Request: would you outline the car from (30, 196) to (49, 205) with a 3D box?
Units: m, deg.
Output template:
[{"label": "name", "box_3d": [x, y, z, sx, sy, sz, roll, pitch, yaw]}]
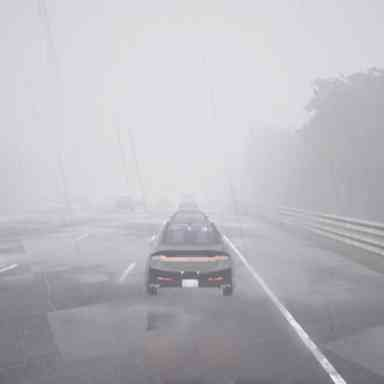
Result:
[{"label": "car", "box_3d": [-25.641, 1.386, 56.425, 1.895, 1.301, 4.718, 0, 2, -1]}]

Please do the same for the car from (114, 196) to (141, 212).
[{"label": "car", "box_3d": [-7.436, 1.274, 38.100, 2.097, 1.767, 4.553, 0, 0, -1]}]

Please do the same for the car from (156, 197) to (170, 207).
[{"label": "car", "box_3d": [-4.234, 1.476, 49.022, 2.033, 1.411, 5.357, 0, 0, -2]}]

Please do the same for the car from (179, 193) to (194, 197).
[{"label": "car", "box_3d": [-0.697, 1.163, 47.951, 2.150, 2.045, 5.566, 0, 0, -2]}]

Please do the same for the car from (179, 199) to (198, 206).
[{"label": "car", "box_3d": [-0.268, 1.499, 26.054, 2.033, 1.411, 5.357, 0, 0, -1]}]

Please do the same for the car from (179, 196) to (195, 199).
[{"label": "car", "box_3d": [-0.424, 1.510, 37.810, 1.994, 1.385, 4.181, 0, 0, -1]}]

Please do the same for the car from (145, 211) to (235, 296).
[{"label": "car", "box_3d": [-0.049, 1.464, 8.540, 2.128, 1.511, 4.902, 0, 0, 0]}]

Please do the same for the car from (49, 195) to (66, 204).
[{"label": "car", "box_3d": [-22.147, 1.354, 57.147, 2.128, 1.511, 4.902, 0, 0, -1]}]

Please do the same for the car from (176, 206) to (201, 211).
[{"label": "car", "box_3d": [-0.127, 1.563, 16.218, 1.895, 1.301, 4.718, 0, 0, -1]}]

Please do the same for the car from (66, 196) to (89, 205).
[{"label": "car", "box_3d": [-18.605, 1.366, 55.265, 2.128, 1.511, 4.902, 0, 0, -2]}]

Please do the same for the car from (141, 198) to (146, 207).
[{"label": "car", "box_3d": [-7.707, 1.518, 47.876, 1.895, 1.301, 4.718, 0, 0, -2]}]
